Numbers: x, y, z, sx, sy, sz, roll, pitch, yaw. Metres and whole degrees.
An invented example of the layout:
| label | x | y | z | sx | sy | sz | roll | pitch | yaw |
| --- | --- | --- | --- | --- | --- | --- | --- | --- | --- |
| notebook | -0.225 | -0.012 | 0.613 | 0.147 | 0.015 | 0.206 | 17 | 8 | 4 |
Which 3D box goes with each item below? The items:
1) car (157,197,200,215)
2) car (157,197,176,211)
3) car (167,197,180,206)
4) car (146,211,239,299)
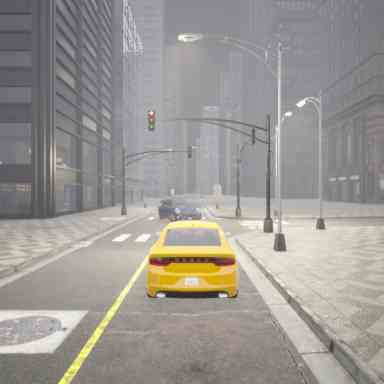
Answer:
| label | x | y | z | sx | sy | sz | roll | pitch | yaw |
| --- | --- | --- | --- | --- | --- | --- | --- | --- | --- |
| car | -1.074 | 1.337 | 25.341 | 2.097 | 1.767 | 4.553 | 0 | 0 | -25 |
| car | -3.110 | 1.480 | 41.442 | 1.882 | 1.535 | 5.008 | 0 | 0 | 0 |
| car | -3.109 | 1.554 | 57.108 | 2.033 | 1.411 | 5.357 | 0 | 0 | -1 |
| car | 0.028 | 1.477 | 8.538 | 1.882 | 1.535 | 5.008 | 0 | 0 | 1 |
